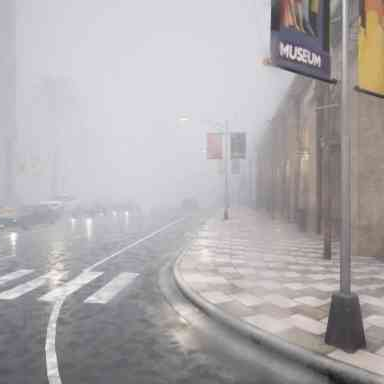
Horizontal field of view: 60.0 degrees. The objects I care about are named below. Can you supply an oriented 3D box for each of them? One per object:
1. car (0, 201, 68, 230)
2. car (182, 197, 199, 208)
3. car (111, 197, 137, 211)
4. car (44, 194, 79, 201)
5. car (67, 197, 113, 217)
[{"bbox_3d":[-10.540,1.547,21.705,2.033,1.411,5.357,0,0,7],"label":"car"},{"bbox_3d":[-0.213,1.503,46.934,2.128,1.511,4.902,0,0,7],"label":"car"},{"bbox_3d":[-8.129,1.526,40.881,1.812,1.442,4.674,0,0,7],"label":"car"},{"bbox_3d":[-12.780,1.221,32.238,2.150,2.045,5.566,0,0,7],"label":"car"},{"bbox_3d":[-9.396,1.526,31.063,1.812,1.442,4.674,0,0,7],"label":"car"}]
